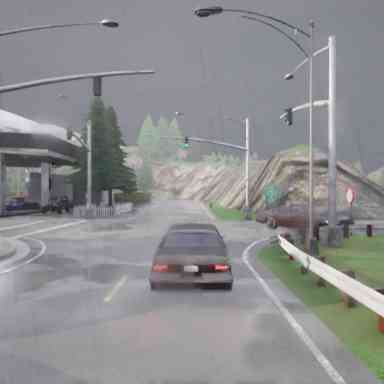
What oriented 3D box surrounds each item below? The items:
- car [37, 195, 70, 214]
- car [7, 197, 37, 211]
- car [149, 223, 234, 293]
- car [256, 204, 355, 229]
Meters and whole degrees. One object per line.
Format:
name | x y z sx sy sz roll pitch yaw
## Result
car | -14.558 1.304 35.818 1.905 1.878 3.866 0 0 -1
car | -20.269 1.470 40.091 2.242 1.667 4.611 0 0 -1
car | 0.020 1.545 9.009 2.033 1.411 5.357 0 0 1
car | 5.888 1.360 17.927 2.033 1.411 5.357 0 0 -35
